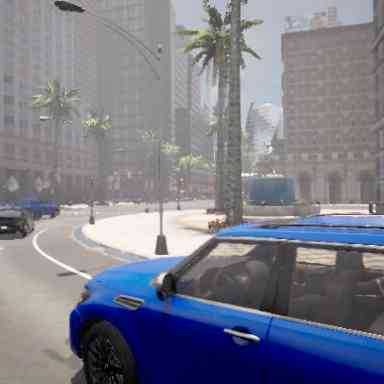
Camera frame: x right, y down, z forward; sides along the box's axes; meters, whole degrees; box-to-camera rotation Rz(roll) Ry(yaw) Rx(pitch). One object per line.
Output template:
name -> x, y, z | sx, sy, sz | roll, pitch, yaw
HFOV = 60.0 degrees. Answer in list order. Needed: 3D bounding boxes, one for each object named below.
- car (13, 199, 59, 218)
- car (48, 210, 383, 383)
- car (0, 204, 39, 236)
car -> -15.238, 1.661, 32.488 | 2.150, 2.045, 5.566 | -1, 0, 6
car -> 1.107, 1.243, 3.161 | 5.566, 2.045, 2.150 | -1, 0, 39
car -> -10.692, 1.758, 19.956 | 1.882, 1.535, 5.008 | 0, 0, -19
